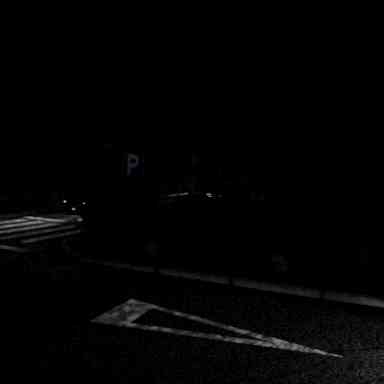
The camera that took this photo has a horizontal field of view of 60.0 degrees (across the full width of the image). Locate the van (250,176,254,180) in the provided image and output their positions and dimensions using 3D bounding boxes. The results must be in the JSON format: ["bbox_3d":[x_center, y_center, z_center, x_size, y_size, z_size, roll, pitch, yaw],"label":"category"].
[{"bbox_3d":[10.079,-2.281,69.516,4.442,1.987,1.878,3,4,24],"label":"van"}]

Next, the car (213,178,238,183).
[{"bbox_3d":[4.111,-0.691,44.551,1.882,1.535,5.008,3,4,24],"label":"car"}]

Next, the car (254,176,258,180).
[{"bbox_3d":[11.085,-2.189,72.143,5.008,1.535,2.097,3,4,24],"label":"car"}]

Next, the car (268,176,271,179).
[{"bbox_3d":[16.717,-2.864,84.968,4.892,1.521,2.231,3,4,24],"label":"car"}]

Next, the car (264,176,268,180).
[{"bbox_3d":[15.584,-2.683,82.410,4.674,1.452,2.002,3,4,24],"label":"car"}]

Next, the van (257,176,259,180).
[{"bbox_3d":[12.114,-2.549,74.742,4.442,1.987,1.878,3,4,24],"label":"van"}]

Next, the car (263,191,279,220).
[{"bbox_3d":[2.263,0.833,19.355,4.792,1.488,2.163,3,4,23],"label":"car"}]

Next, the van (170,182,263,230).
[{"bbox_3d":[1.023,0.700,16.860,4.442,1.987,1.878,3,4,24],"label":"van"}]

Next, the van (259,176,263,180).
[{"bbox_3d":[13.450,-2.670,77.213,4.442,1.987,1.878,3,4,24],"label":"van"}]

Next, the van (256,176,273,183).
[{"bbox_3d":[20.196,-3.527,92.603,4.442,1.987,1.878,3,4,24],"label":"van"}]

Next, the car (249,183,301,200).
[{"bbox_3d":[6.692,0.289,29.520,5.008,1.535,2.097,3,4,23],"label":"car"}]

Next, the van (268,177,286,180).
[{"bbox_3d":[12.361,-0.566,42.162,4.442,1.987,1.878,3,4,24],"label":"van"}]

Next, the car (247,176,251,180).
[{"bbox_3d":[8.844,-1.893,67.012,4.674,1.452,2.002,3,4,24],"label":"car"}]

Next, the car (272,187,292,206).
[{"bbox_3d":[4.488,0.576,24.435,4.792,1.488,2.163,3,4,24],"label":"car"}]

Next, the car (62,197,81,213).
[{"bbox_3d":[-6.051,0.592,21.458,1.895,1.301,4.718,3,4,24],"label":"car"}]

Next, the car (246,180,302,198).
[{"bbox_3d":[7.831,0.038,32.042,4.553,1.767,2.185,3,4,23],"label":"car"}]

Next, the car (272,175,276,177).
[{"bbox_3d":[18.939,-3.410,90.094,5.566,2.045,2.435,3,4,24],"label":"car"}]

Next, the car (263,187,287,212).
[{"bbox_3d":[3.180,0.662,21.980,5.366,1.575,1.946,3,4,24],"label":"car"}]

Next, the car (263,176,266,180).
[{"bbox_3d":[14.488,-2.552,79.828,4.792,1.488,2.163,3,4,24],"label":"car"}]

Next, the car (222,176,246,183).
[{"bbox_3d":[6.576,-1.930,61.876,5.566,2.045,2.435,3,4,24],"label":"car"}]

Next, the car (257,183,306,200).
[{"bbox_3d":[10.019,-0.093,37.144,5.008,1.535,2.097,3,4,23],"label":"car"}]

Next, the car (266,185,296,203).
[{"bbox_3d":[5.569,0.418,26.986,4.892,1.521,2.231,3,4,23],"label":"car"}]

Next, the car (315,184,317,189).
[{"bbox_3d":[20.040,-1.231,59.998,5.008,1.535,2.097,3,4,24],"label":"car"}]

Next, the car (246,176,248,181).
[{"bbox_3d":[7.550,-1.818,64.520,5.366,1.575,1.946,3,4,24],"label":"car"}]
